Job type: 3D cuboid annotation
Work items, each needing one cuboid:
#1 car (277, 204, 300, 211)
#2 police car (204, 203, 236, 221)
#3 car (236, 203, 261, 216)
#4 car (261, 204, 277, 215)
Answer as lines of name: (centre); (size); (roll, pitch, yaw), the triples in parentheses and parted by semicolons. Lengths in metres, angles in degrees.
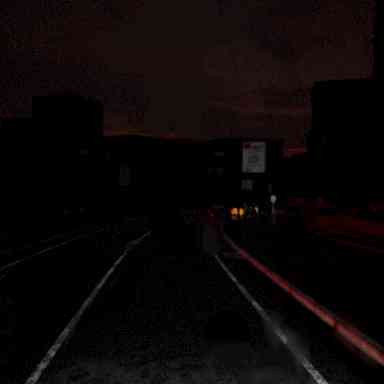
car: (17.504, 2.830, 60.901); (4.718, 1.301, 1.895); (3, 1, -36)
police car: (2.740, 1.975, 33.900); (1.930, 1.638, 5.238); (1, -1, 19)
car: (6.738, 2.231, 42.561); (1.801, 1.575, 5.366); (2, 0, 30)
car: (9.785, 2.436, 47.131); (1.837, 1.490, 4.892); (3, 0, 37)
